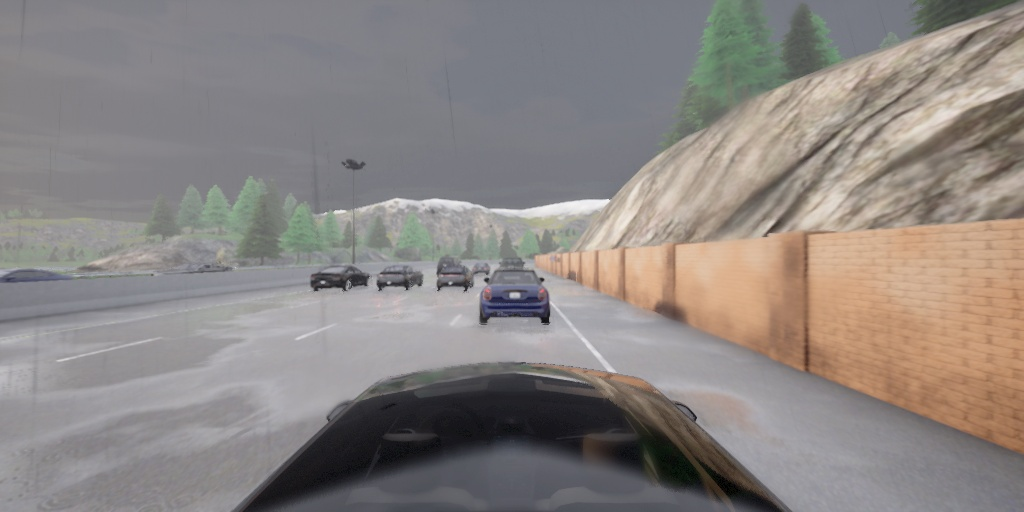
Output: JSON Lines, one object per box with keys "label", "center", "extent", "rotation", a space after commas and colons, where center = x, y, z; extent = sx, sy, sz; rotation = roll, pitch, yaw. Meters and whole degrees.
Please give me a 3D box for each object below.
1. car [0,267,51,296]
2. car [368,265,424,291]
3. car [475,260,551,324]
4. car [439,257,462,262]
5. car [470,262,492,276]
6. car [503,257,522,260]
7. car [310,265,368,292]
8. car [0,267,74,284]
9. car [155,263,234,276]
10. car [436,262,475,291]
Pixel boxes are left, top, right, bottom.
{"label": "car", "center": [-28.088, 1.357, 18.677], "extent": [1.837, 1.490, 4.892], "rotation": [0, -1, 0]}
{"label": "car", "center": [-6.949, 1.332, 22.673], "extent": [2.128, 1.511, 4.902], "rotation": [0, 0, 0]}
{"label": "car", "center": [0.078, 1.144, 12.292], "extent": [2.097, 1.767, 4.553], "rotation": [0, 0, 0]}
{"label": "car", "center": [-6.998, 1.137, 40.582], "extent": [2.150, 2.045, 5.566], "rotation": [0, 0, 0]}
{"label": "car", "center": [-3.499, 1.461, 41.606], "extent": [2.033, 1.411, 5.357], "rotation": [0, 0, 0]}
{"label": "car", "center": [0.016, 1.091, 31.592], "extent": [2.150, 2.045, 5.566], "rotation": [0, 0, -1]}
{"label": "car", "center": [-10.448, 1.322, 22.265], "extent": [1.882, 1.535, 5.008], "rotation": [0, 0, 0]}
{"label": "car", "center": [-24.595, 1.367, 17.518], "extent": [1.812, 1.442, 4.674], "rotation": [0, 0, 0]}
{"label": "car", "center": [-21.053, 1.195, 23.959], "extent": [2.128, 1.511, 4.902], "rotation": [0, 0, 0]}
{"label": "car", "center": [-3.448, 1.330, 22.500], "extent": [2.128, 1.511, 4.902], "rotation": [0, 0, 0]}
